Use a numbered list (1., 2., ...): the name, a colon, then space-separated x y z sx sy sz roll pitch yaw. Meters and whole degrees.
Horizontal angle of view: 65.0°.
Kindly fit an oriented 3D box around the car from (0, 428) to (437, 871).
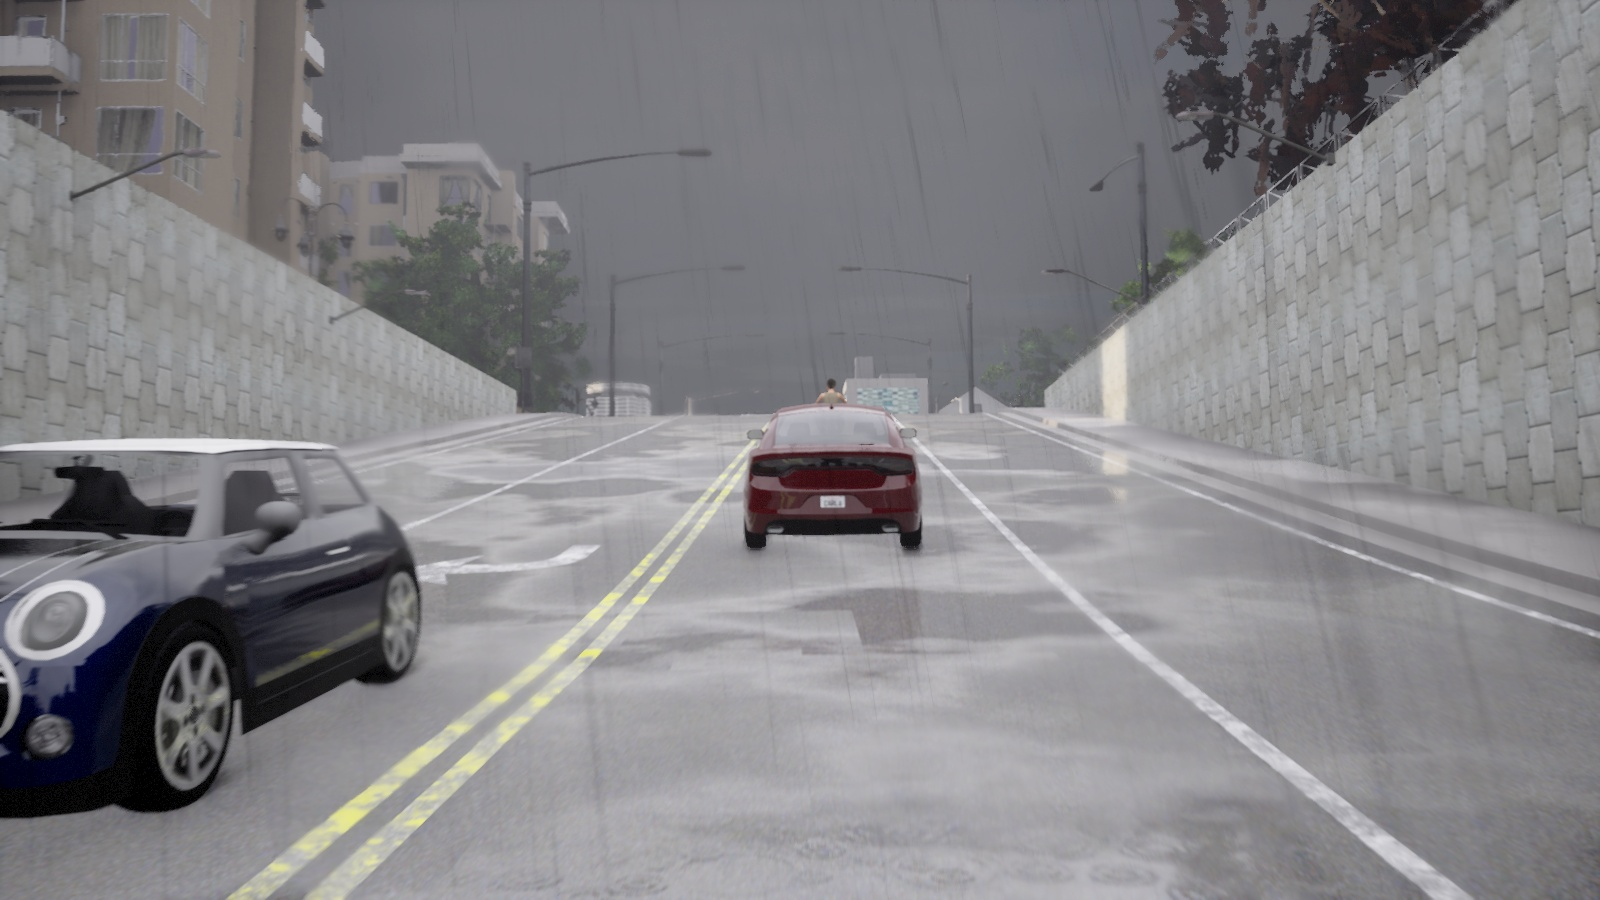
1. car: -3.339 0.642 6.101 1.970 1.475 3.806 0 1 1

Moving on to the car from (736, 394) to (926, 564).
1. car: 0.371 0.184 15.066 1.882 1.535 5.008 0 4 1

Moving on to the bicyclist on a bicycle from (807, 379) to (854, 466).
1. bicyclist on a bicycle: 0.588 -0.560 24.443 0.866 1.612 1.509 0 4 1
